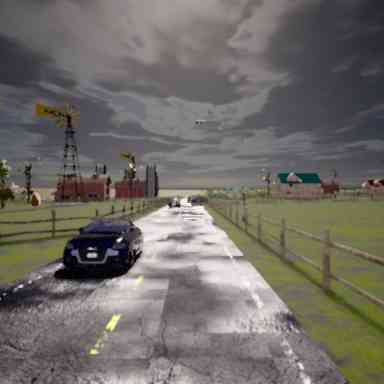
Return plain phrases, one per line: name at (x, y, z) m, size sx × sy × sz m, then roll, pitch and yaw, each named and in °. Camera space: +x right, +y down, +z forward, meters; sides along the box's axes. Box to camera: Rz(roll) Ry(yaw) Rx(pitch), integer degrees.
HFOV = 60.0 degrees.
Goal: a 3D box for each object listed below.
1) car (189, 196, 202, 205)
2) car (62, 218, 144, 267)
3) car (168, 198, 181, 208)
car at (0.981, 1.685, 66.112) m, size 2.097 × 1.767 × 4.553 m, roll 0°, pitch 0°, yaw 0°
car at (-2.839, 1.614, 11.443) m, size 1.994 × 1.385 × 4.181 m, roll 0°, pitch 0°, yaw 0°
car at (-2.802, 1.754, 53.521) m, size 2.128 × 1.511 × 4.902 m, roll 0°, pitch 0°, yaw 0°
